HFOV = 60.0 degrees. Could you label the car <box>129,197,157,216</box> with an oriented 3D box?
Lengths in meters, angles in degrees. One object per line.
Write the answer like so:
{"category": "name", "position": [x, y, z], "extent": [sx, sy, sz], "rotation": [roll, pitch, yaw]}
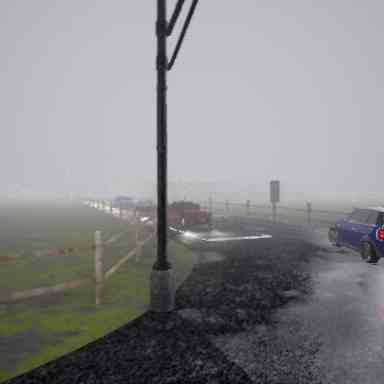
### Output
{"category": "car", "position": [-4.119, 1.388, 30.600], "extent": [1.994, 1.385, 4.181], "rotation": [0, 0, -22]}

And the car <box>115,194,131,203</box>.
{"category": "car", "position": [-12.464, 1.189, 59.626], "extent": [1.837, 1.490, 4.892], "rotation": [0, 0, -23]}

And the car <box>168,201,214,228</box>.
{"category": "car", "position": [-0.301, 1.354, 21.510], "extent": [1.882, 1.535, 5.008], "rotation": [0, 0, -23]}

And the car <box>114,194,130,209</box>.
{"category": "car", "position": [-8.064, 1.249, 39.945], "extent": [1.882, 1.535, 5.008], "rotation": [0, 0, -22]}

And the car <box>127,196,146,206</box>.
{"category": "car", "position": [-8.467, 1.332, 50.394], "extent": [1.895, 1.301, 4.718], "rotation": [0, 0, -23]}

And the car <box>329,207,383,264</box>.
{"category": "car", "position": [6.503, 1.301, 11.689], "extent": [2.097, 1.767, 4.553], "rotation": [0, 0, 5]}
